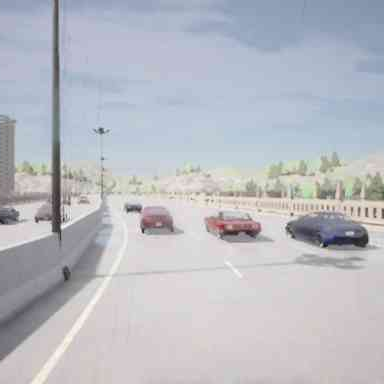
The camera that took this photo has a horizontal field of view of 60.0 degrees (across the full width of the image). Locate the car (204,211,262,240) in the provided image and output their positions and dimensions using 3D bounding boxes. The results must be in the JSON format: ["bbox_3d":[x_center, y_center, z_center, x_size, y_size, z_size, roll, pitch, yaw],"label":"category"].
[{"bbox_3d":[1.911,1.617,17.272,1.895,1.301,4.718,0,0,-9],"label":"car"}]

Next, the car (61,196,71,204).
[{"bbox_3d":[-24.728,1.546,64.341,2.097,1.767,4.553,0,0,-15],"label":"car"}]

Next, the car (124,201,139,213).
[{"bbox_3d":[-6.796,1.682,38.285,1.895,1.301,4.718,0,0,-15],"label":"car"}]

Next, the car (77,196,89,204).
[{"bbox_3d":[-21.640,1.537,66.345,2.097,1.767,4.553,0,0,-15],"label":"car"}]

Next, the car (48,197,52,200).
[{"bbox_3d":[-31.076,1.825,74.543,1.895,1.301,4.718,0,0,-15],"label":"car"}]

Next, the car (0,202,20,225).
[{"bbox_3d":[-14.179,1.695,24.422,1.895,1.301,4.718,0,0,-14],"label":"car"}]

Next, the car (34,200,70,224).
[{"bbox_3d":[-10.981,1.608,26.018,1.812,1.442,4.674,0,0,-14],"label":"car"}]

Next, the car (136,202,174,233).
[{"bbox_3d":[-2.224,1.563,20.045,1.812,1.442,4.674,0,0,-11],"label":"car"}]

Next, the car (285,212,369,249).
[{"bbox_3d":[5.785,1.560,14.754,1.994,1.385,4.181,0,0,-8],"label":"car"}]
